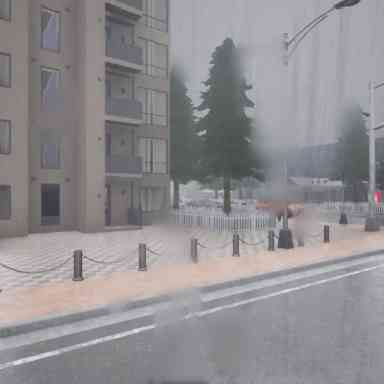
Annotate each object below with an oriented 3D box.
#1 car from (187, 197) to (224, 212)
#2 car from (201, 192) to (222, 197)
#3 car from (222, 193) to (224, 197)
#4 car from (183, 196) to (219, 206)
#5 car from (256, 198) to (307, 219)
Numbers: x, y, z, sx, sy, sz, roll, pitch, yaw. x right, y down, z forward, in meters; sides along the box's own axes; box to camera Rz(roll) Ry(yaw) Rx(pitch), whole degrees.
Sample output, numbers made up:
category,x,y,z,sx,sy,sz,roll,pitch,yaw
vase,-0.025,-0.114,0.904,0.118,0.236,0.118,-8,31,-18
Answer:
category,x,y,z,sx,sy,sz,roll,pitch,yaw
car,1.823,1.579,37.593,1.994,1.385,4.181,0,0,-37
car,5.368,1.113,92.674,1.932,1.855,4.605,0,0,-37
car,7.454,1.092,94.739,1.905,1.878,3.866,0,0,-37
car,1.002,1.563,44.770,2.033,1.411,5.357,0,0,-37
car,7.869,1.367,29.606,2.097,1.767,4.553,0,0,-37
